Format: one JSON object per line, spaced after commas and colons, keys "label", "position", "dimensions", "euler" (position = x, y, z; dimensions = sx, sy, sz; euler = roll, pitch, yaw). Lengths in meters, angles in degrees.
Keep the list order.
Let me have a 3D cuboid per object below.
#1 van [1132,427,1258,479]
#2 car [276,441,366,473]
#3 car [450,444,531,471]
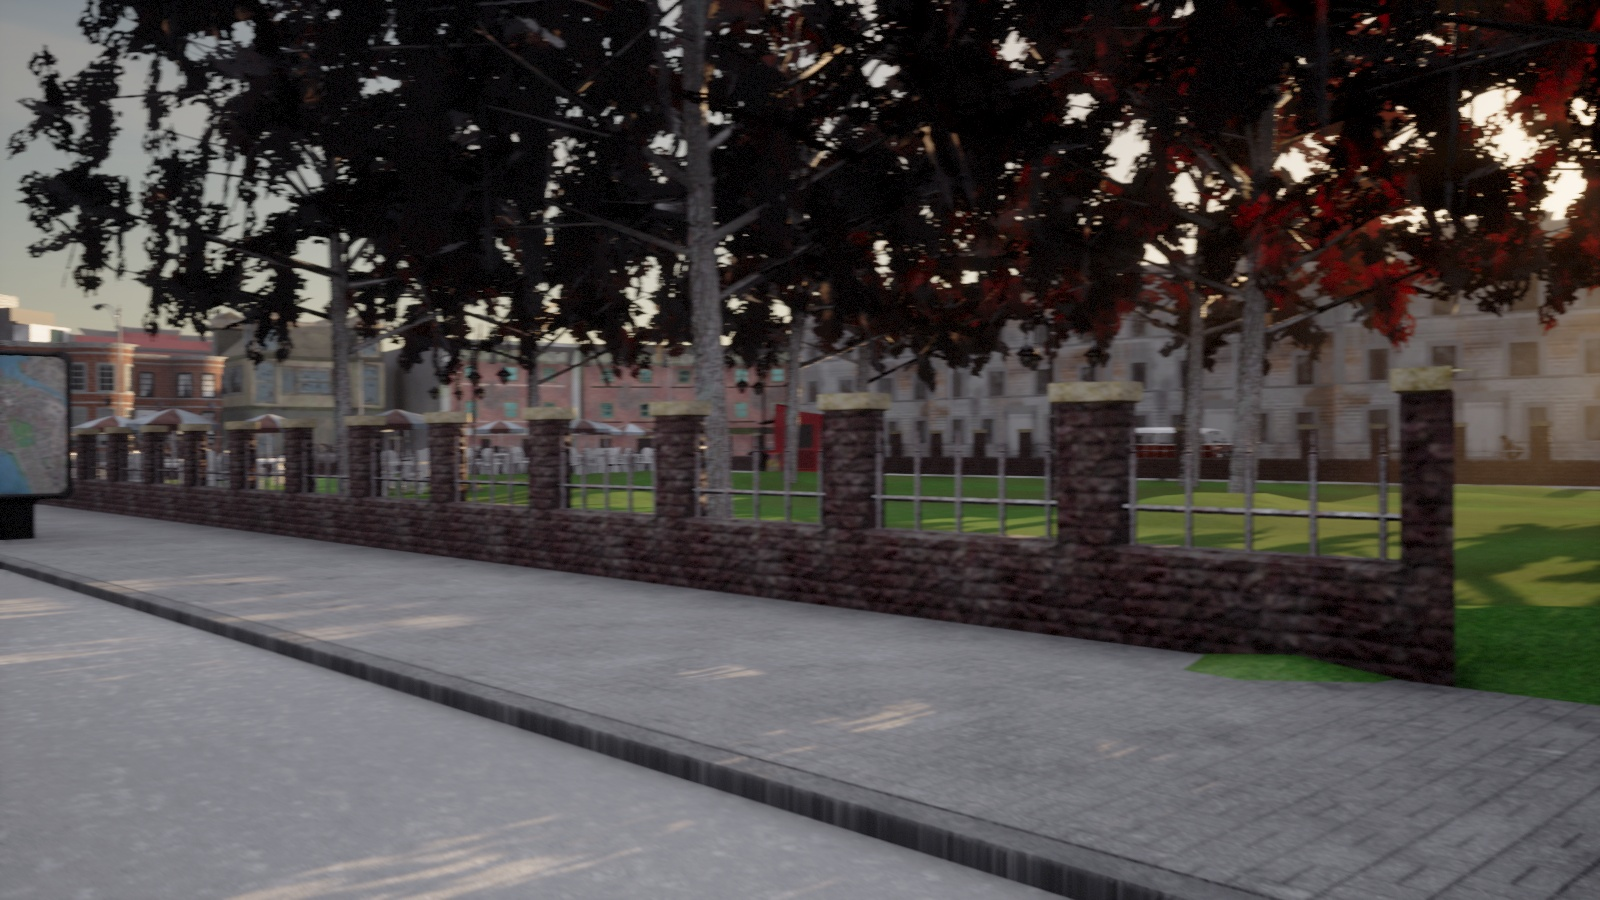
{"label": "van", "position": [16.100, 0.097, 51.303], "dimensions": [2.069, 2.038, 4.480], "euler": [-1, 0, -43]}
{"label": "car", "position": [-25.123, 0.363, 65.892], "dimensions": [3.988, 1.617, 1.851], "euler": [-1, 0, -43]}
{"label": "car", "position": [-17.861, 0.407, 72.606], "dimensions": [4.193, 1.474, 1.816], "euler": [-1, 0, -41]}
